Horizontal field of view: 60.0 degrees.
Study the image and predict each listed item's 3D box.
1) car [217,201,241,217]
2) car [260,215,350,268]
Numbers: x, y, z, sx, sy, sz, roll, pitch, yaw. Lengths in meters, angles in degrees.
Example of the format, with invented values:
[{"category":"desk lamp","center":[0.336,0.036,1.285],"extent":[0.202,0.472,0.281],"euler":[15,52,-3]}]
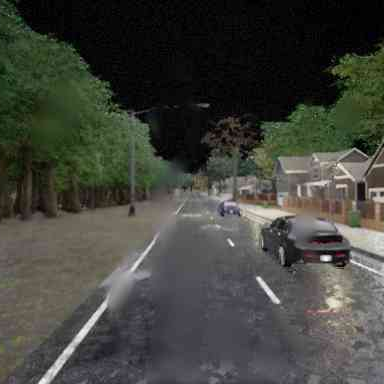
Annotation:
[{"category":"car","center":[3.606,1.606,32.755],"extent":[1.812,1.442,4.674],"euler":[0,0,0]},{"category":"car","center":[3.601,1.539,11.370],"extent":[1.837,1.490,4.892],"euler":[0,0,0]}]
